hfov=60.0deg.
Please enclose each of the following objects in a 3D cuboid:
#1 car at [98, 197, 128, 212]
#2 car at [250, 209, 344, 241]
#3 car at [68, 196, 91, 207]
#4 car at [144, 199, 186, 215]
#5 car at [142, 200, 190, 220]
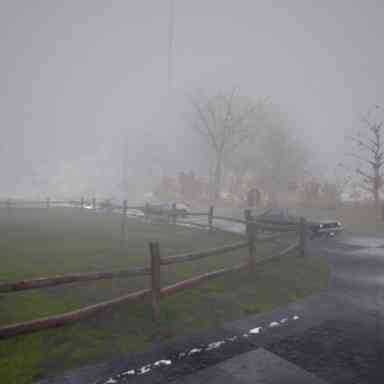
[{"bbox_3d":[-8.436,1.254,35.475,2.128,1.511,4.902,-1,1,-35],"label":"car"},{"bbox_3d":[4.951,1.538,16.609,1.895,1.301,4.718,-1,1,-36],"label":"car"},{"bbox_3d":[-15.474,1.215,45.467,2.033,1.411,5.357,-1,1,-35],"label":"car"},{"bbox_3d":[-2.697,1.384,32.493,1.895,1.301,4.718,-1,1,-35],"label":"car"},{"bbox_3d":[-2.108,1.446,26.554,1.895,1.301,4.718,-1,1,-35],"label":"car"}]
